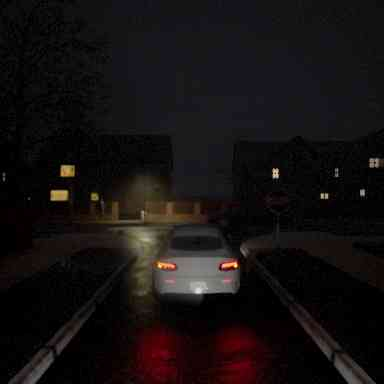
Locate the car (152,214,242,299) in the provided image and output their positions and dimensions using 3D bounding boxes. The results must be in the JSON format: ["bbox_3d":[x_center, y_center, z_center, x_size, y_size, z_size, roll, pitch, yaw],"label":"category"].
[{"bbox_3d":[0.072,1.522,8.301,1.812,1.442,4.674,0,0,-1],"label":"car"}]

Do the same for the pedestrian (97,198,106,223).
[{"bbox_3d":[-6.720,1.346,24.666,0.375,1.860,0.375,0,-1,1],"label":"pedestrian"}]

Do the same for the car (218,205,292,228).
[{"bbox_3d":[3.669,1.584,21.615,5.357,1.411,2.033,-1,-1,1],"label":"car"}]
